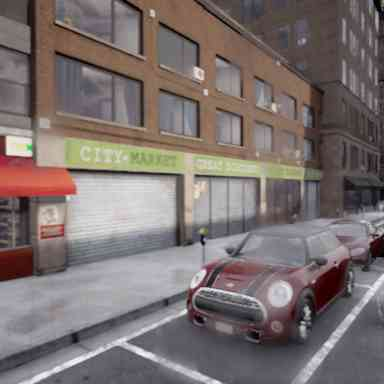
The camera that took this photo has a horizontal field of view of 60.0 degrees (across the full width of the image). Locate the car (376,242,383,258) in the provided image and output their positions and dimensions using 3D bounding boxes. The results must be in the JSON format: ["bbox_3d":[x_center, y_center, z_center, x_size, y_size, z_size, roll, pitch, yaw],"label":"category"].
[{"bbox_3d":[5.354,1.597,6.881,1.895,1.301,4.718,0,0,38],"label":"car"}]

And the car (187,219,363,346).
[{"bbox_3d":[1.686,1.433,6.371,1.967,1.590,4.097,-1,0,38],"label":"car"}]

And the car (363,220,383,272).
[{"bbox_3d":[5.127,1.572,10.772,1.802,1.307,4.206,-1,0,38],"label":"car"}]
